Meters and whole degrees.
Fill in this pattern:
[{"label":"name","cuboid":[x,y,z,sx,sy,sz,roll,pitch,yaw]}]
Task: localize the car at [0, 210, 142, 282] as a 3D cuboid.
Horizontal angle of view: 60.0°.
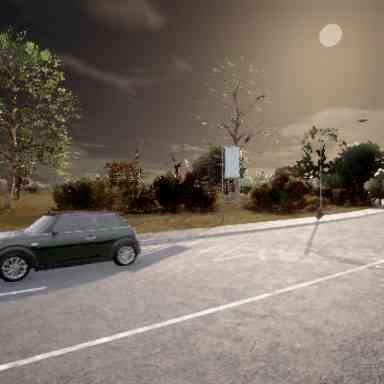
[{"label":"car","cuboid":[-3.891,1.370,9.929,4.553,1.767,2.097,0,0,-36]}]
